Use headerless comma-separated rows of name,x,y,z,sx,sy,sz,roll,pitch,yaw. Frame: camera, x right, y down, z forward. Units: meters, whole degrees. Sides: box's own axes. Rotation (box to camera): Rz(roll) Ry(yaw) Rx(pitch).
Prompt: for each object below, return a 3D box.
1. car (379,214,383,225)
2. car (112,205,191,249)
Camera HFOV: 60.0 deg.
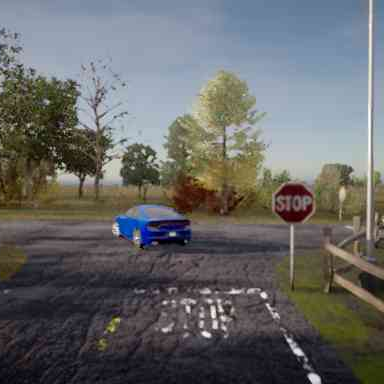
car,13.228,1.415,18.742,4.892,1.490,1.837,1,2,0
car,-1.818,1.277,13.754,1.882,1.535,5.008,1,1,-27
